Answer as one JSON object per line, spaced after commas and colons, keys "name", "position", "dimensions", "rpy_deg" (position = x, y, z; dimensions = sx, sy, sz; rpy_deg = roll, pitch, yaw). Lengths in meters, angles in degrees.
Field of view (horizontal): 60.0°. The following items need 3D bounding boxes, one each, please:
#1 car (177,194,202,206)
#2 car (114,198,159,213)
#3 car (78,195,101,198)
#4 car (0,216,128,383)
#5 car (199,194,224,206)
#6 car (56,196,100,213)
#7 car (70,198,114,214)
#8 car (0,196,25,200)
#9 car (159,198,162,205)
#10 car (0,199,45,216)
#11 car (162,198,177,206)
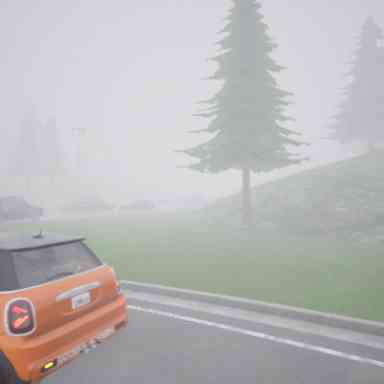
{"name": "car", "position": [0.259, 1.309, 56.846], "dimensions": [2.150, 2.045, 5.566], "rpy_deg": [0, 0, 32]}
{"name": "car", "position": [-6.440, 1.580, 39.279], "dimensions": [1.882, 1.535, 5.008], "rpy_deg": [0, 0, 31]}
{"name": "car", "position": [-14.834, 1.393, 45.634], "dimensions": [2.150, 2.045, 5.566], "rpy_deg": [0, 0, 32]}
{"name": "car", "position": [-3.290, 1.379, 5.044], "dimensions": [4.553, 1.767, 2.097], "rpy_deg": [-1, 0, 26]}
{"name": "car", "position": [3.649, 1.615, 55.662], "dimensions": [1.837, 1.490, 4.892], "rpy_deg": [0, 0, 31]}
{"name": "car", "position": [-14.043, 1.645, 40.251], "dimensions": [2.128, 1.511, 4.902], "rpy_deg": [0, 0, 32]}
{"name": "car", "position": [-11.180, 1.734, 38.224], "dimensions": [1.895, 1.301, 4.718], "rpy_deg": [0, 0, 31]}
{"name": "car", "position": [-16.988, 1.379, 28.681], "dimensions": [2.150, 2.045, 5.566], "rpy_deg": [0, 0, 31]}
{"name": "car", "position": [-5.317, 1.744, 61.126], "dimensions": [2.033, 1.411, 5.357], "rpy_deg": [0, 0, 31]}
{"name": "car", "position": [-14.256, 1.625, 26.462], "dimensions": [2.128, 1.511, 4.902], "rpy_deg": [0, 0, 31]}
{"name": "car", "position": [-2.798, 1.672, 58.556], "dimensions": [1.994, 1.385, 4.181], "rpy_deg": [0, 0, 32]}
